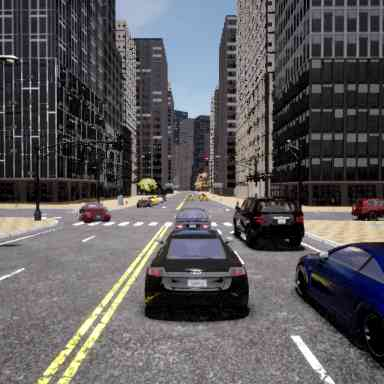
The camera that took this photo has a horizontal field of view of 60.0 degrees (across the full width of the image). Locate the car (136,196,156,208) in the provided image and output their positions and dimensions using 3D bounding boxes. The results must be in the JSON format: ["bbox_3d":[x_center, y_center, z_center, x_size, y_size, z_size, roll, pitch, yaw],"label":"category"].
[{"bbox_3d":[-6.810,1.530,48.218,1.994,1.385,4.181,0,0,0],"label":"car"}]

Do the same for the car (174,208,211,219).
[{"bbox_3d":[0.023,1.538,17.043,2.033,1.411,5.357,0,0,0],"label":"car"}]

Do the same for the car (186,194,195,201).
[{"bbox_3d":[-0.357,1.396,78.676,1.882,1.535,5.008,0,0,0],"label":"car"}]

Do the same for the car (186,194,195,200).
[{"bbox_3d":[-0.405,1.268,89.093,2.128,1.511,4.902,0,0,0],"label":"car"}]

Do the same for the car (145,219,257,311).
[{"bbox_3d":[0.067,1.560,7.821,1.994,1.385,4.181,0,0,-1],"label":"car"}]

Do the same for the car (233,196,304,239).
[{"bbox_3d":[3.306,1.213,15.272,2.150,2.045,5.566,0,0,-2],"label":"car"}]

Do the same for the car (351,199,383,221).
[{"bbox_3d":[16.075,1.520,27.960,5.009,1.841,2.192,1,0,1],"label":"car"}]

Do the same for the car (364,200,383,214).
[{"bbox_3d":[21.646,1.643,36.272,4.829,1.417,1.752,1,0,1],"label":"car"}]

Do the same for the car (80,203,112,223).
[{"bbox_3d":[-7.408,1.570,25.389,1.994,1.385,4.181,1,0,-24],"label":"car"}]

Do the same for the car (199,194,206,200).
[{"bbox_3d":[2.845,1.243,89.107,1.837,1.490,4.892,0,0,0],"label":"car"}]

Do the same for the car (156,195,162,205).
[{"bbox_3d":[-6.842,1.433,57.146,1.882,1.535,5.008,0,0,0],"label":"car"}]

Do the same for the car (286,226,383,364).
[{"bbox_3d":[3.334,1.561,5.852,1.994,1.385,4.181,0,0,-1],"label":"car"}]

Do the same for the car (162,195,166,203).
[{"bbox_3d":[-6.832,1.469,66.595,1.812,1.442,4.674,0,0,0],"label":"car"}]

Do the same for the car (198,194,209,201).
[{"bbox_3d":[2.893,1.396,78.690,1.882,1.535,5.008,0,0,0],"label":"car"}]
